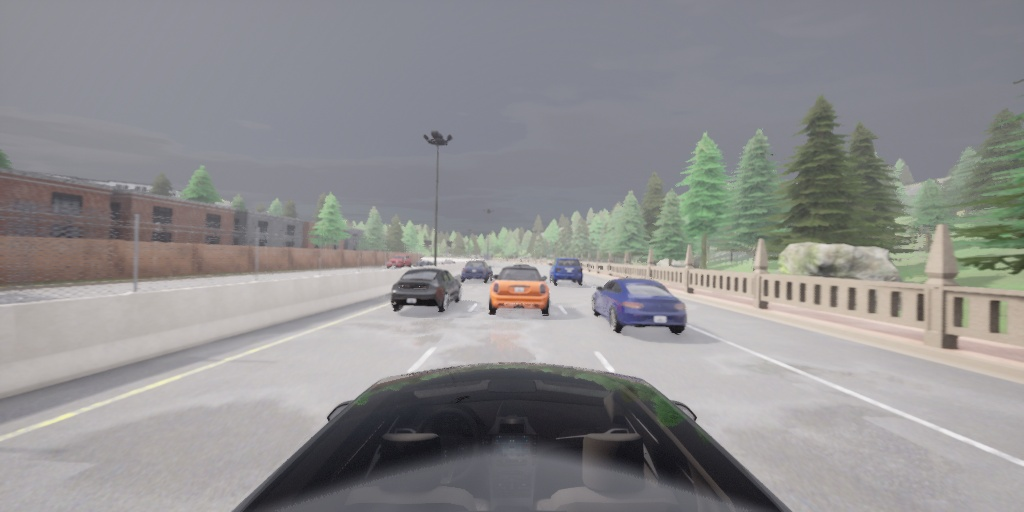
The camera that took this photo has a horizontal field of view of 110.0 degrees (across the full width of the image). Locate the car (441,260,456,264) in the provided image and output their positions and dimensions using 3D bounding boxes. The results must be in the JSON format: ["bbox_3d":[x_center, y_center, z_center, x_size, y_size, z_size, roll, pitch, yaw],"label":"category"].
[{"bbox_3d":[-9.309,1.284,52.230,1.812,1.442,4.674,1,0,2],"label":"car"}]

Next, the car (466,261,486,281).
[{"bbox_3d":[-2.786,1.153,29.187,2.097,1.767,4.553,1,0,2],"label":"car"}]

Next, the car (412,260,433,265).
[{"bbox_3d":[-12.805,1.251,52.378,1.994,1.385,4.181,1,0,2],"label":"car"}]

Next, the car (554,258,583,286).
[{"bbox_3d":[4.190,1.168,28.236,2.150,2.045,5.566,1,0,2],"label":"car"}]

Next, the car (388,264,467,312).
[{"bbox_3d":[-3.189,1.237,14.104,1.837,1.490,4.892,1,-1,2],"label":"car"}]

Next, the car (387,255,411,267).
[{"bbox_3d":[-16.292,0.835,52.448,2.150,2.045,5.566,1,0,2],"label":"car"}]

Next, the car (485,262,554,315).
[{"bbox_3d":[0.313,1.157,14.085,2.097,1.767,4.553,1,0,2],"label":"car"}]

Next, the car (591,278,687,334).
[{"bbox_3d":[3.711,1.391,11.072,1.812,1.442,4.674,1,0,2],"label":"car"}]
